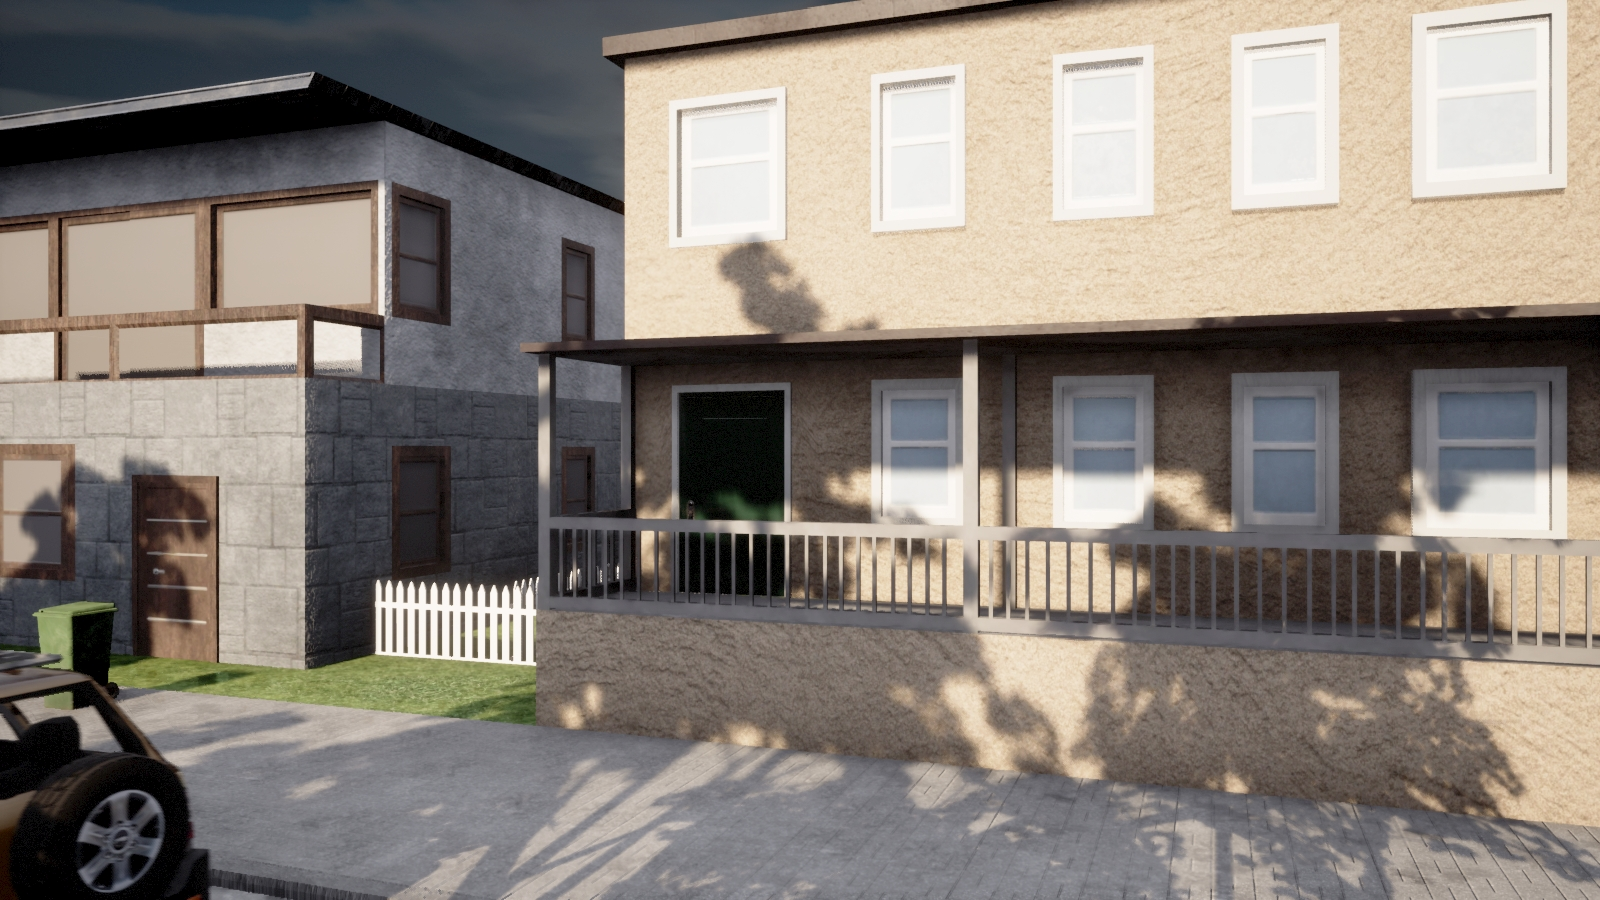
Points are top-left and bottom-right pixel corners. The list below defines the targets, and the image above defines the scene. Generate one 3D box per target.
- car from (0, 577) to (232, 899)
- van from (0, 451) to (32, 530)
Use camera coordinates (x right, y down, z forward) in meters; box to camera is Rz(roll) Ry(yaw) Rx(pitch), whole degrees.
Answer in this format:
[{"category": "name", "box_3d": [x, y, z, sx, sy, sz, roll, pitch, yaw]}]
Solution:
[{"category": "car", "box_3d": [-5.407, 1.646, 5.739, 4.605, 1.855, 1.932, 0, 0, 20]}, {"category": "van", "box_3d": [-27.753, 1.329, 35.973, 1.988, 2.561, 5.915, 0, 0, 20]}]
